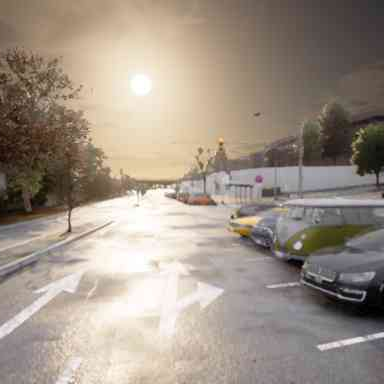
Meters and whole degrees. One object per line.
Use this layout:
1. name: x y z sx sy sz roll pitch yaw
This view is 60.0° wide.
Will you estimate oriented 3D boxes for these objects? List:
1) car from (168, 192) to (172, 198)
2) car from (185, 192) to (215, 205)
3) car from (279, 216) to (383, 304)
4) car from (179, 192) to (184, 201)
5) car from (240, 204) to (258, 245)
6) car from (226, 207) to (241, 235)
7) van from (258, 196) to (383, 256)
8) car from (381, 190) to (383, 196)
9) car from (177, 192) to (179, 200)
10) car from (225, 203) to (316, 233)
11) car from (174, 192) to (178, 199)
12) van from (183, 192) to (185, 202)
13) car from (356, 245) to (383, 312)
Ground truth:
1. car: -2.889 1.039 92.881 5.566 2.045 2.435 1 0 -28
2. car: 1.690 1.330 57.098 4.553 1.767 2.185 0 0 -27
3. car: 4.709 1.452 7.297 4.892 1.521 2.231 1 1 -21
4. car: 0.982 1.171 63.071 5.566 2.045 2.435 1 1 -27
5. car: 4.598 1.301 13.347 4.553 1.767 2.185 1 1 -22
6. car: 4.300 1.409 16.285 5.366 1.575 1.946 1 0 -22
7. van: 4.540 1.212 10.271 4.442 1.987 1.878 1 0 -22
8. car: 19.898 0.100 30.600 2.002 1.452 4.674 -7 4 -27
9. car: 0.651 1.154 66.090 5.566 2.045 2.435 0 0 -27
10. car: 4.542 1.437 19.337 4.792 1.488 2.163 1 0 -23
11. car: -0.515 1.106 75.028 5.566 2.045 2.435 0 0 -28
12. van: 1.270 1.212 60.046 4.442 1.987 1.878 0 1 -27
13. car: 4.737 1.503 4.279 4.674 1.452 2.002 1 0 -21
